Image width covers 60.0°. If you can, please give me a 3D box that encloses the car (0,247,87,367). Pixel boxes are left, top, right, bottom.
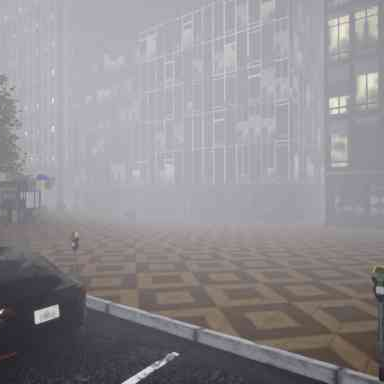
[{"bbox_3d":[-3.507,1.566,5.371,4.313,1.339,1.947,0,0,35],"label":"car"}]
